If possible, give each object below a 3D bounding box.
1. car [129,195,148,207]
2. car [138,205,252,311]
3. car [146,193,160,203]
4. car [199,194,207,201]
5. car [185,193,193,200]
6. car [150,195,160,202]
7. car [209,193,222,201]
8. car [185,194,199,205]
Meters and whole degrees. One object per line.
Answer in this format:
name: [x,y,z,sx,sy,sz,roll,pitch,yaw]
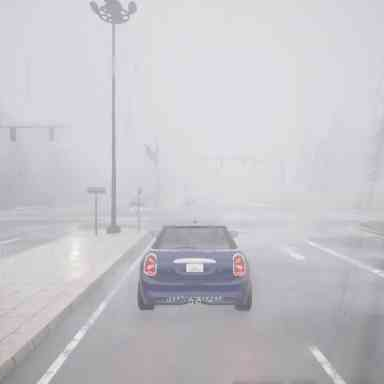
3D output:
car: [-8.247,1.564,50.366,1.994,1.385,4.181,0,0,-1]
car: [0.063,1.352,7.946,2.097,1.767,4.553,0,0,0]
car: [-8.443,1.224,68.116,2.150,2.045,5.566,0,0,-1]
car: [2.775,1.513,85.331,1.812,1.442,4.674,0,0,-1]
car: [-0.899,1.189,95.625,2.150,2.045,5.566,0,0,-1]
car: [-8.610,1.500,78.386,1.837,1.490,4.892,0,0,-1]
car: [6.280,1.215,85.063,2.150,2.045,5.566,0,0,-1]
car: [-0.210,1.526,54.766,1.812,1.442,4.674,0,0,-1]
